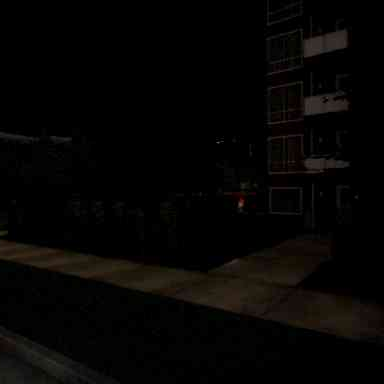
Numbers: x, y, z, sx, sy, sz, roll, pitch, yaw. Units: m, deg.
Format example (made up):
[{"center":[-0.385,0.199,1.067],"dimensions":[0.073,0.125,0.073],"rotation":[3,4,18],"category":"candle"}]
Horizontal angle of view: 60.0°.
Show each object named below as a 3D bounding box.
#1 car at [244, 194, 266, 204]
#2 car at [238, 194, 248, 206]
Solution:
[{"center":[13.027,1.394,68.339],"dimensions":[2.150,2.045,5.566],"rotation":[0,0,36],"category":"car"},{"center":[9.629,1.635,57.845],"dimensions":[1.882,1.535,5.008],"rotation":[0,0,36],"category":"car"}]
